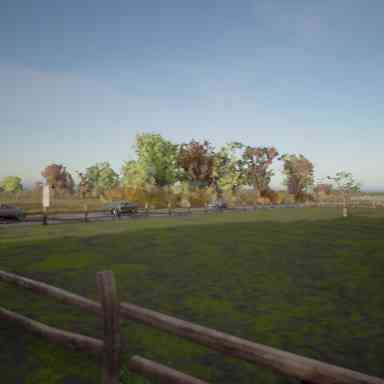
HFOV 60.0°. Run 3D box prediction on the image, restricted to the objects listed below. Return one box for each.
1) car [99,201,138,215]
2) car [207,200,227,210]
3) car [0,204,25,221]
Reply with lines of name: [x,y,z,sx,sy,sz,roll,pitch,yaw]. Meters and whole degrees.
car: [-8.462,1.853,38.582,1.837,1.490,4.892,1,0,36]
car: [4.179,2.153,56.111,2.128,1.511,4.902,1,0,36]
car: [-16.236,1.721,27.702,1.994,1.385,4.181,1,0,35]
